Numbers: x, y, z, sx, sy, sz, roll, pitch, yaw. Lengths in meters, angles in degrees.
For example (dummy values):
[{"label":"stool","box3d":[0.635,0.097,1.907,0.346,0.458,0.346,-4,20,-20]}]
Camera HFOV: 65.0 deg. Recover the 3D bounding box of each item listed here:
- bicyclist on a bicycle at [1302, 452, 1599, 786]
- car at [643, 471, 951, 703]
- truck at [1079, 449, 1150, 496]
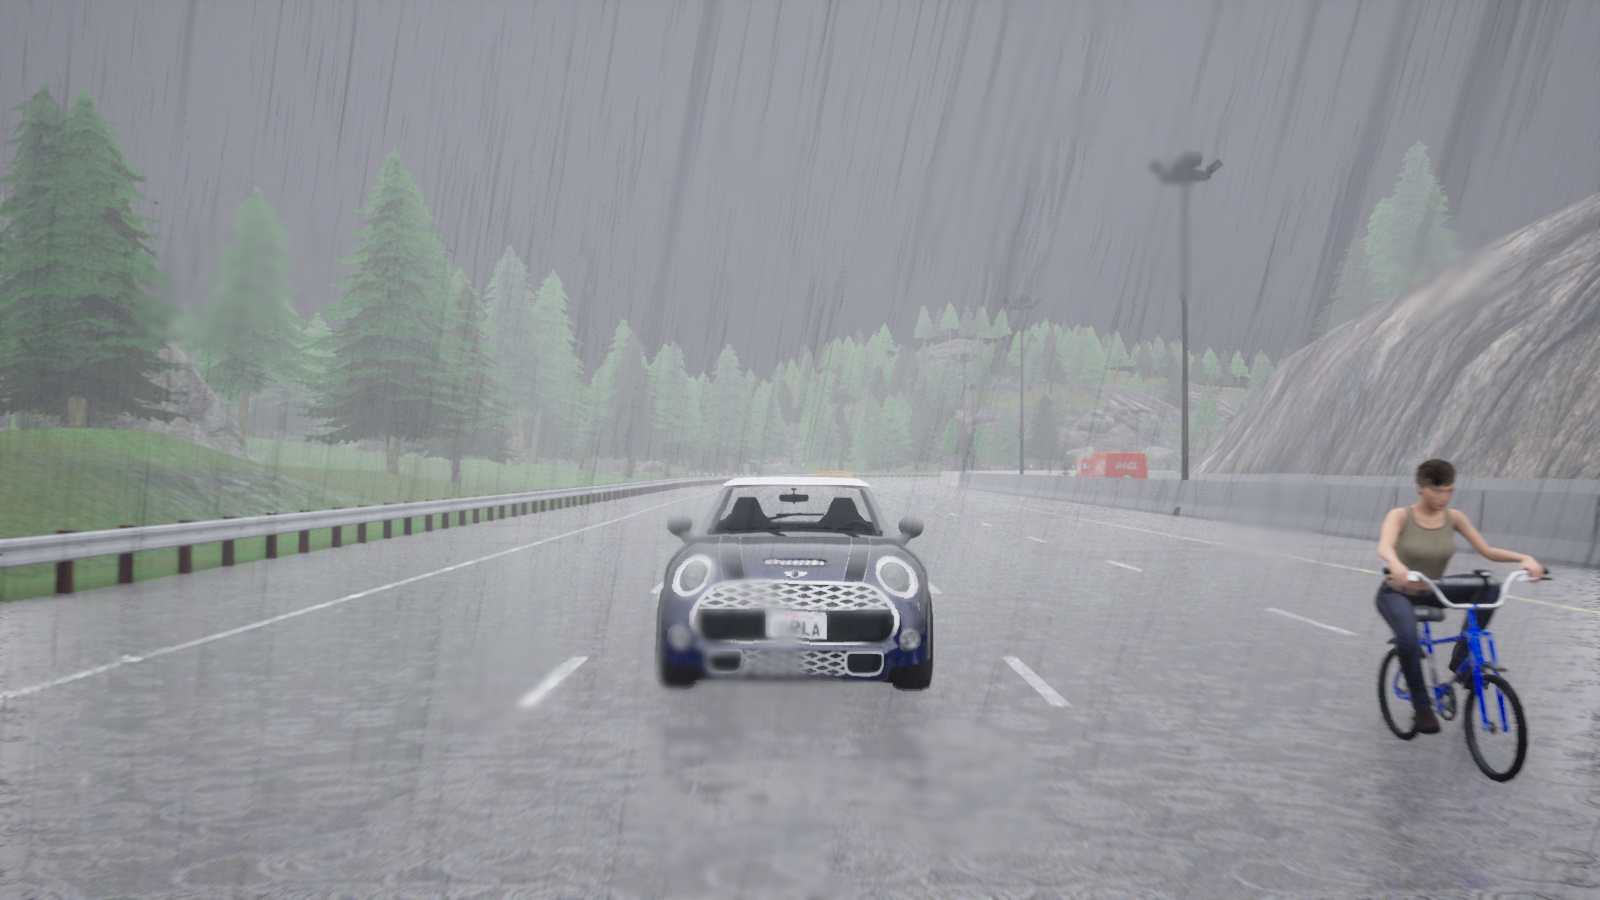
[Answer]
[{"label":"bicyclist on a bicycle","box3d":[3.478,0.826,6.839,0.866,1.612,1.509,0,-1,0]},{"label":"car","box3d":[-0.024,0.912,9.979,1.970,1.475,3.806,0,-1,0]},{"label":"truck","box3d":[17.333,1.215,69.474,2.627,2.467,5.204,0,0,0]}]
